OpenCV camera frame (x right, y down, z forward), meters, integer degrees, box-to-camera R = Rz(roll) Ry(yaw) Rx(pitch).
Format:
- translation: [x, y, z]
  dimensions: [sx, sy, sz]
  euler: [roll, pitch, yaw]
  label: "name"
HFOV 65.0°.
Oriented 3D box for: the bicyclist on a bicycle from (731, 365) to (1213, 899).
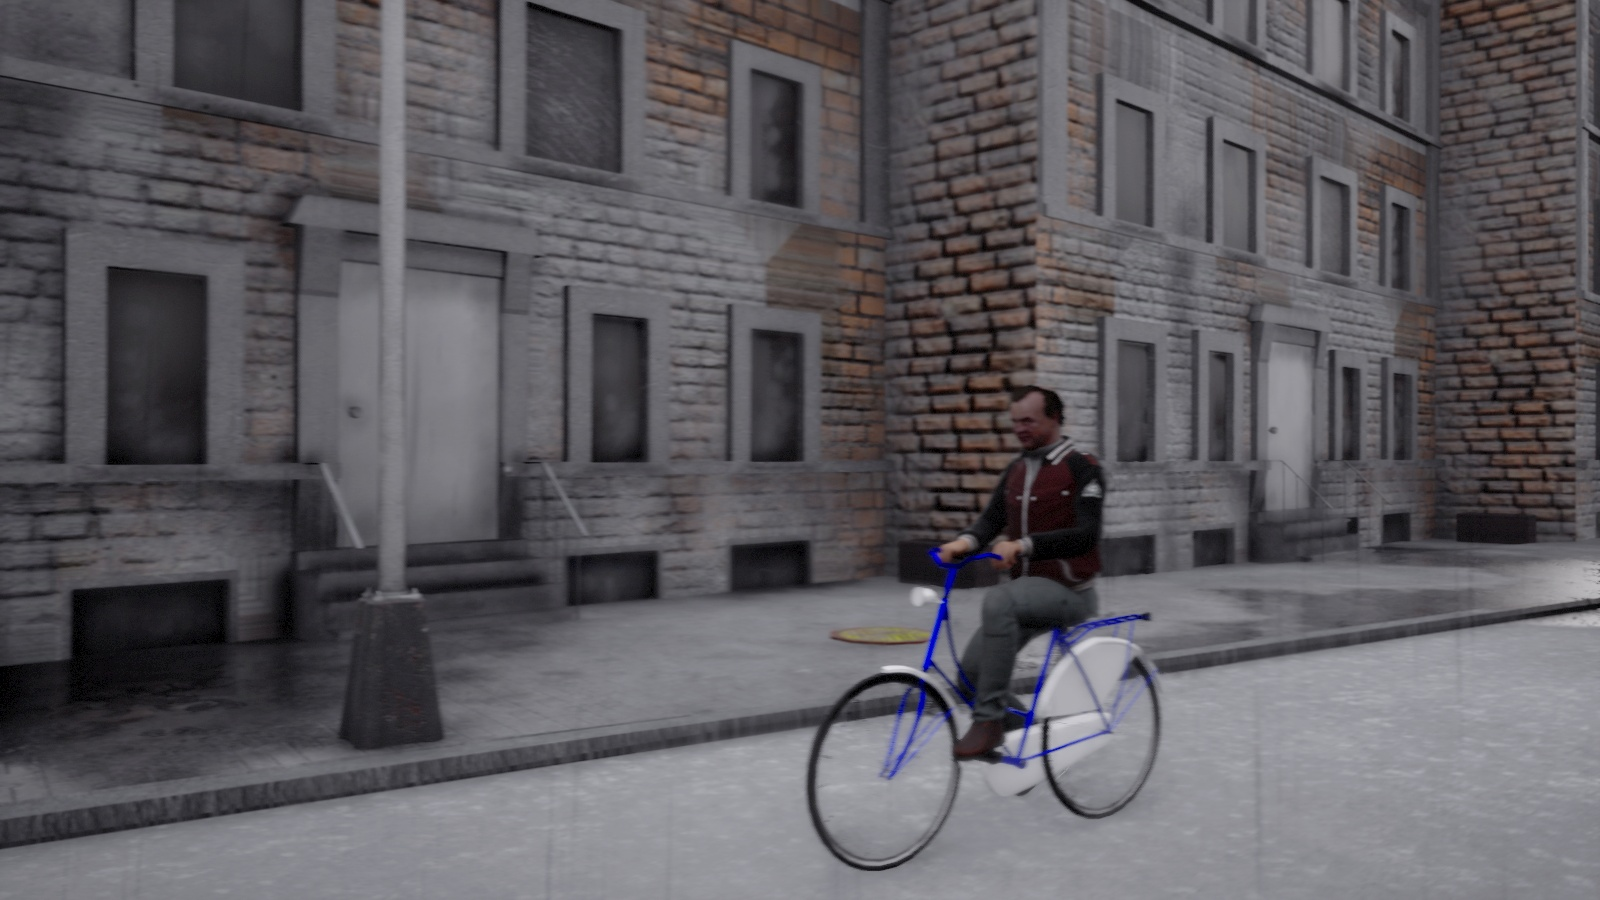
- translation: [0.700, 0.625, 4.749]
  dimensions: [1.843, 1.776, 0.659]
  euler: [0, 0, -35]
  label: "bicyclist on a bicycle"
